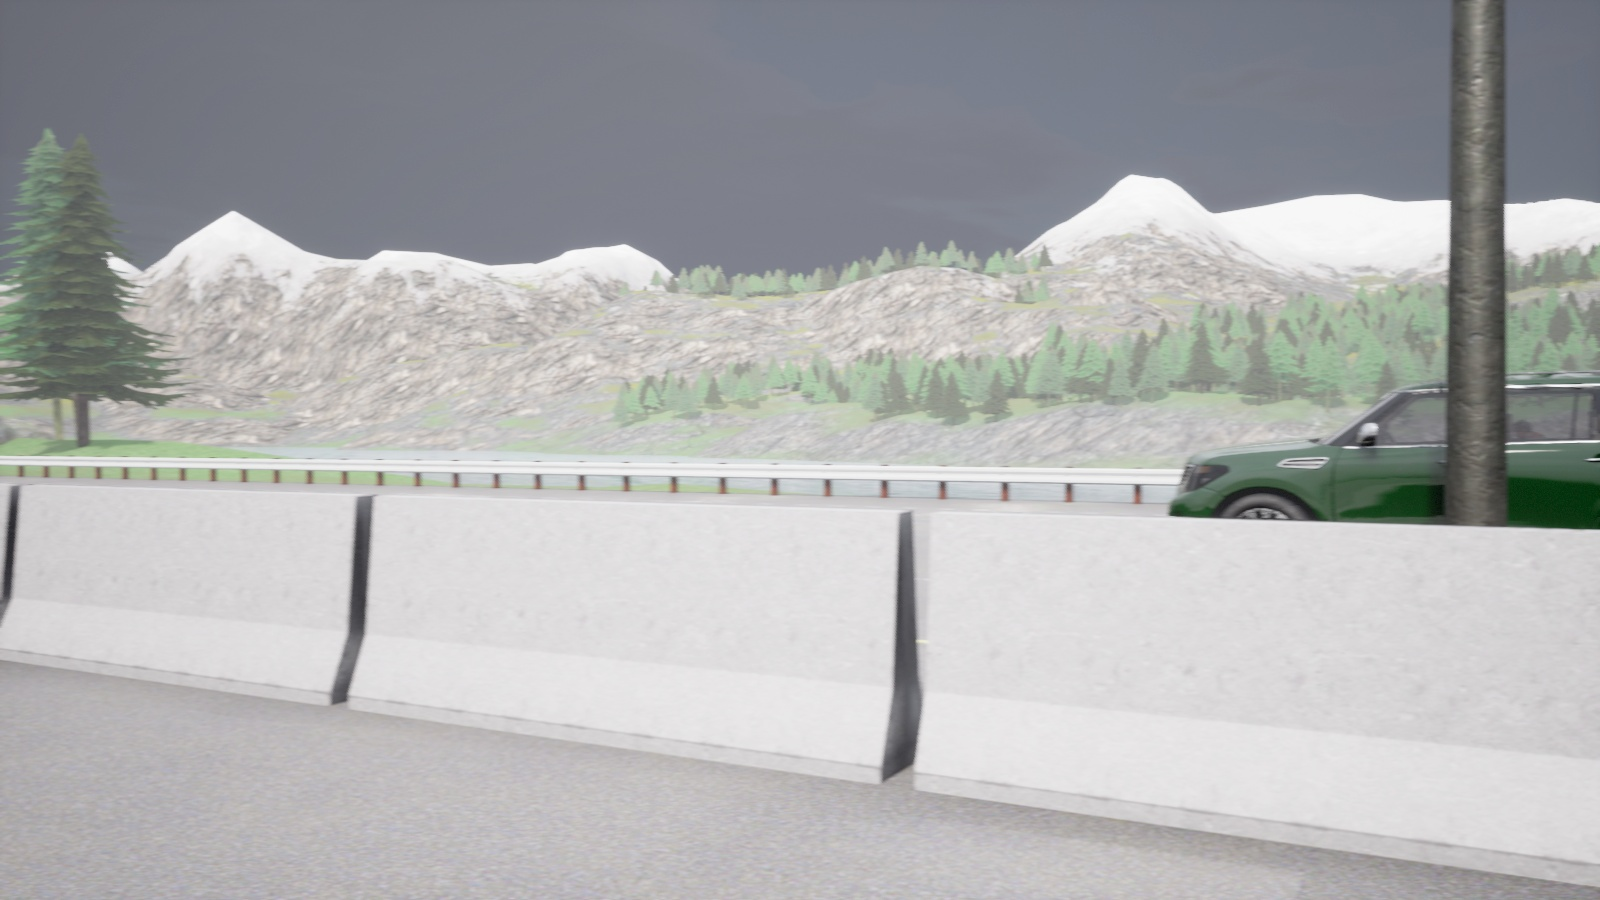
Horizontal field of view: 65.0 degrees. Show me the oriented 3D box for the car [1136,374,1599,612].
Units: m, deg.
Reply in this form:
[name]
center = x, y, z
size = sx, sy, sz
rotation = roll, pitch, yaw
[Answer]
[car]
center = 6.342, 0.343, 12.256
size = 5.566, 2.045, 2.150
rotation = 1, 1, 27
